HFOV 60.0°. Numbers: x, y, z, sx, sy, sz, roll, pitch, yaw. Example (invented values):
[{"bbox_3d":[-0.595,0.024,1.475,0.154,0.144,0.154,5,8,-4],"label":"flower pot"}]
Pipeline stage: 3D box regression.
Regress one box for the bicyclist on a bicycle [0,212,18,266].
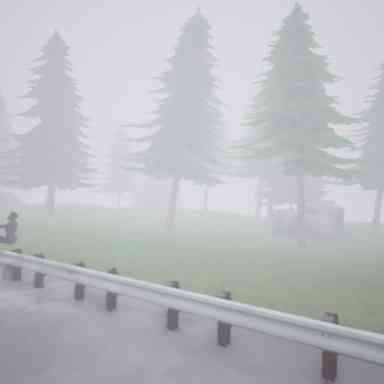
[{"bbox_3d":[-5.712,1.274,9.655,1.620,1.656,0.582,-42,10,-26],"label":"bicyclist on a bicycle"}]
